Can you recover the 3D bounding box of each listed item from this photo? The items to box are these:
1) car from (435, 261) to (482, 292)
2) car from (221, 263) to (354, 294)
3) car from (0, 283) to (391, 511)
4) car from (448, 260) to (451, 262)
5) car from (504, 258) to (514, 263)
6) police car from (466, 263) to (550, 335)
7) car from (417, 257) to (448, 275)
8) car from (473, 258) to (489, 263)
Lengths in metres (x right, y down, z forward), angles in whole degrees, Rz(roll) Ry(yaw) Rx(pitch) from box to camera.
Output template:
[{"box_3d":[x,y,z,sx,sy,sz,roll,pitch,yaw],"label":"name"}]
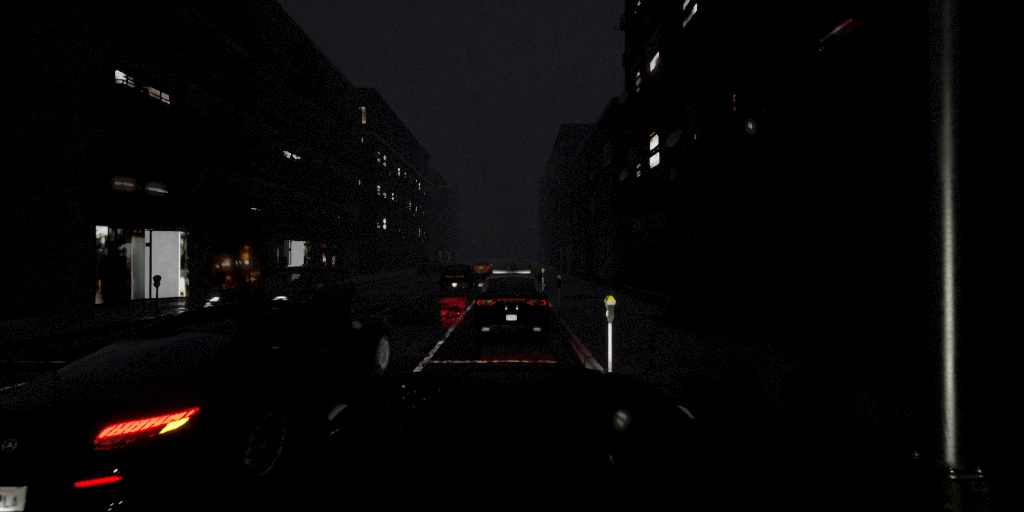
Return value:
[{"box_3d":[-3.044,1.255,21.398,1.837,1.490,4.892,0,0,0],"label":"car"},{"box_3d":[-6.246,1.102,10.262,2.097,1.767,4.553,0,0,0],"label":"car"},{"box_3d":[-3.045,1.276,4.437,1.812,1.442,4.674,0,0,0],"label":"car"},{"box_3d":[-8.837,1.188,44.643,1.967,1.591,4.097,0,0,0],"label":"car"},{"box_3d":[-0.456,1.275,39.173,1.751,1.417,4.829,0,0,0],"label":"car"},{"box_3d":[-0.011,1.175,10.609,1.930,1.638,5.238,0,0,0],"label":"police car"},{"box_3d":[-8.837,1.064,39.007,2.192,1.841,5.009,0,0,0],"label":"car"},{"box_3d":[-3.145,1.205,39.202,1.801,1.575,5.366,0,0,0],"label":"car"}]
